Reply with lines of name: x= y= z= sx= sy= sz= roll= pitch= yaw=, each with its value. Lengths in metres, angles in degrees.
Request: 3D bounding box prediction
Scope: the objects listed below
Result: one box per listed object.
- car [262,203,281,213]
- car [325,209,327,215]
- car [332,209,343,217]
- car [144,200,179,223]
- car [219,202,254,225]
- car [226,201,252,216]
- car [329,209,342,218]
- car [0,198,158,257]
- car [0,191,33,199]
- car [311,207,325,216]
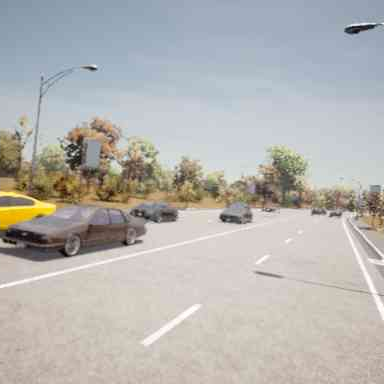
car: x=10.237 y=2.103 z=42.882 sx=1.882 sy=1.535 sz=5.008 roll=6 pitch=0 yaw=24
car: x=30.673 y=4.335 z=78.743 sx=2.097 sy=1.767 sz=4.553 roll=6 pitch=0 yaw=27
car: x=33.769 y=4.808 z=77.173 sx=1.837 sy=1.490 sz=4.892 roll=6 pitch=0 yaw=27
car: x=-2.482 y=1.267 z=22.626 sx=1.994 sy=1.385 sz=4.181 roll=6 pitch=0 yaw=23
car: x=3.986 y=1.922 z=28.797 sx=2.033 sy=1.411 sz=5.357 roll=6 pitch=0 yaw=24
car: x=6.020 y=2.047 z=42.064 sx=1.882 sy=1.535 sz=5.008 roll=6 pitch=0 yaw=24
car: x=29.235 y=4.494 z=67.996 sx=1.812 sy=1.442 sz=4.674 roll=6 pitch=0 yaw=26
car: x=-3.530 y=1.156 z=11.420 sx=2.033 sy=1.411 sz=5.357 roll=6 pitch=0 yaw=23
car: x=-7.154 y=0.705 z=11.800 sx=1.882 sy=1.535 sz=5.008 roll=6 pitch=0 yaw=24
car: x=26.088 y=4.136 z=69.485 sx=1.837 sy=1.490 sz=4.892 roll=6 pitch=0 yaw=26
